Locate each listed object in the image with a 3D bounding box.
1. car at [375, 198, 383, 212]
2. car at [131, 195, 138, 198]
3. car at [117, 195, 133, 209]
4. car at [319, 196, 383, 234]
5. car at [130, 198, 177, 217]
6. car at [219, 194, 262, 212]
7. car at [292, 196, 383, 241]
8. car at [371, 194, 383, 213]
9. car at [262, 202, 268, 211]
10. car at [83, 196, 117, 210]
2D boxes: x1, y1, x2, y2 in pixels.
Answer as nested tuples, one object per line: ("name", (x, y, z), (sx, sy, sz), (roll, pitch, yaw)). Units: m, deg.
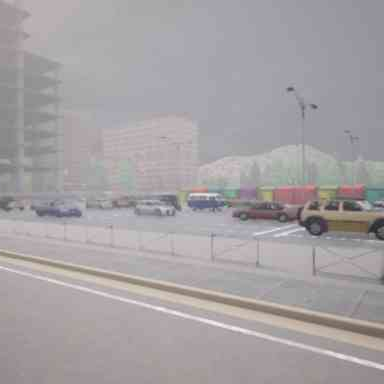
("car", (22.318, 1.420, 36.419), (3.806, 1.475, 1.970), (0, 0, 36))
("car", (-9.094, 1.357, 48.555), (4.605, 1.855, 1.932), (0, 0, 36))
("car", (-10.617, 1.567, 46.346), (3.905, 1.438, 1.784), (0, 0, 36))
("car", (9.202, 1.177, 18.114), (3.866, 1.878, 1.905), (0, 0, 36))
("car", (-3.406, 1.513, 30.500), (3.806, 1.475, 1.970), (0, 0, 36))
("car", (6.377, 1.275, 44.278), (4.605, 1.855, 1.932), (0, 0, 36))
("car", (7.469, 1.173, 15.795), (4.605, 1.855, 1.932), (0, 0, 36))
("car", (20.619, 1.180, 34.074), (3.866, 1.878, 1.905), (0, 0, 36))
("car", (8.120, 1.485, 46.592), (3.905, 1.438, 1.784), (0, 0, 36))
("car", (-12.307, 1.598, 43.995), (3.806, 1.475, 1.970), (0, 0, 36))
